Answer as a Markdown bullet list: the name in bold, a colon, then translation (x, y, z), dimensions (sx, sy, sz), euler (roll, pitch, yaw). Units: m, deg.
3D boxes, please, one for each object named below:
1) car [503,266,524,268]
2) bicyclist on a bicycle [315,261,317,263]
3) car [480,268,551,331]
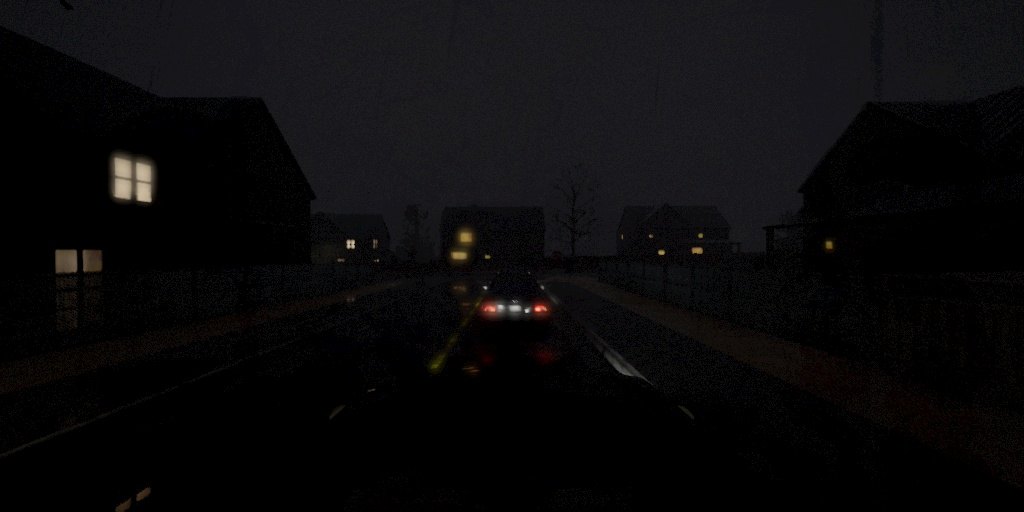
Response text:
- **car**: translation (0.085, 1.265, 21.108), dimensions (2.033, 1.411, 5.357), euler (0, 0, 2)
- **bicyclist on a bicycle**: translation (-20.256, 1.366, 37.193), dimensions (0.582, 1.620, 1.656), euler (-1, 1, 0)
- **car**: translation (0.075, 1.278, 10.910), dimensions (2.033, 1.411, 5.357), euler (0, 0, 0)
